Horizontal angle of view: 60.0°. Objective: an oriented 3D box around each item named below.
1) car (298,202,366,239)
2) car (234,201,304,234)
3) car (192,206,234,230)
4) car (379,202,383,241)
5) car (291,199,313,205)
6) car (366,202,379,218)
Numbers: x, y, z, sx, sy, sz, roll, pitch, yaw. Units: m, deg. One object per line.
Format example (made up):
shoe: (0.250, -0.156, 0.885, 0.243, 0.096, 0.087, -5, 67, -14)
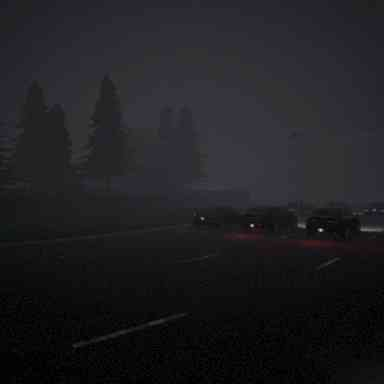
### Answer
car: (7.420, 1.513, 17.328, 1.837, 1.490, 4.892, 0, 0, 37)
car: (4.631, 1.513, 19.441, 1.837, 1.490, 4.892, 0, 0, 37)
car: (1.841, 1.569, 21.555, 1.994, 1.385, 4.181, 0, 0, 37)
car: (10.191, 1.363, 15.190, 2.097, 1.767, 4.553, 0, 0, 37)
car: (10.900, 1.492, 33.510, 2.128, 1.511, 4.902, 0, 0, 37)
car: (16.480, 1.560, 29.283, 2.033, 1.411, 5.357, 0, 0, 37)
